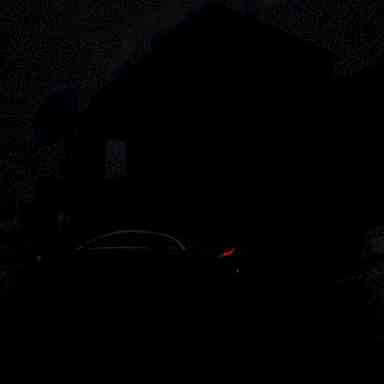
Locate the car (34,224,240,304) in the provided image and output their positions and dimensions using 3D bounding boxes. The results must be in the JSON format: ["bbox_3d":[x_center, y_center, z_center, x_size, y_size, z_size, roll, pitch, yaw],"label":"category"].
[{"bbox_3d":[-1.346,1.522,7.900,4.902,1.511,2.128,0,0,15],"label":"car"}]
